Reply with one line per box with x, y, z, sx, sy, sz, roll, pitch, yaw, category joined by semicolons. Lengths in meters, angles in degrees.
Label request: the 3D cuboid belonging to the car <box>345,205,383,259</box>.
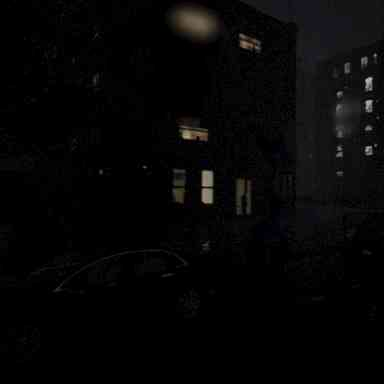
7.275;1.430;11.897;4.097;1.590;1.967;0;1;-35;car

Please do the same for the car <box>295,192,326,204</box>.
18.245;0.883;51.271;1.967;1.590;4.097;2;0;-36;car

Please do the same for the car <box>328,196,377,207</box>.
18.124;1.137;37.054;1.887;1.381;4.507;2;0;-36;car

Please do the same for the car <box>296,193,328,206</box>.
14.844;1.031;41.693;1.887;1.381;4.507;2;0;-36;car

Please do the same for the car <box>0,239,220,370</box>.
-1.530;1.550;5.611;4.403;1.369;2.008;0;1;-35;car
